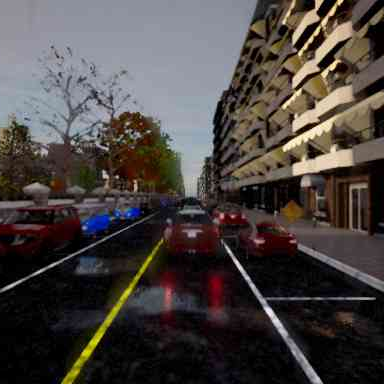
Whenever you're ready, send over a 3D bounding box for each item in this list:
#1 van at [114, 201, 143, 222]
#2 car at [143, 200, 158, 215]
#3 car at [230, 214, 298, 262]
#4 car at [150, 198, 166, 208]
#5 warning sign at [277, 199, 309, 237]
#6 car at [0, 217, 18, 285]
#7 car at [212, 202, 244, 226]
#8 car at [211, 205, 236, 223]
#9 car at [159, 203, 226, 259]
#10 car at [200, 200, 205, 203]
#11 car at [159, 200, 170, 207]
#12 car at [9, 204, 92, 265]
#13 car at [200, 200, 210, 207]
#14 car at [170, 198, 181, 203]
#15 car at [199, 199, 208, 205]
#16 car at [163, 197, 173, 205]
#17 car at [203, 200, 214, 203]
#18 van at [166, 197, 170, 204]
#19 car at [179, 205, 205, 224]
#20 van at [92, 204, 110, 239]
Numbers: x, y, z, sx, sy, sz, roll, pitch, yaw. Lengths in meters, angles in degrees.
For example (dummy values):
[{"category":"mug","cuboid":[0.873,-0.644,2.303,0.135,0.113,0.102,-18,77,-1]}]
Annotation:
[{"category":"van","cuboid":[-5.691,1.660,29.351,1.690,1.788,3.998,0,-1,0]},{"category":"car","cuboid":[-5.691,2.008,40.609,1.947,1.339,4.313,0,-1,0]},{"category":"car","cuboid":[2.691,1.717,12.458,1.802,1.307,4.206,0,-1,0]},{"category":"car","cuboid":[-5.691,1.885,51.871,2.192,1.841,5.009,0,-1,0]},{"category":"warning sign","cuboid":[5.068,1.297,16.787,1.300,1.860,1.060,0,-1,0]},{"category":"car","cuboid":[-5.689,1.514,6.829,1.967,1.590,4.097,0,-1,0]},{"category":"car","cuboid":[2.690,1.698,23.720,1.967,1.590,4.097,0,-1,0]},{"category":"car","cuboid":[2.690,1.901,29.349,1.802,1.307,4.206,0,-1,0]},{"category":"car","cuboid":[0.017,1.496,13.425,2.097,1.767,4.553,0,-1,0]},{"category":"car","cuboid":[2.689,2.010,51.870,1.967,1.590,4.097,0,-1,0]},{"category":"car","cuboid":[-5.692,2.350,68.757,1.802,1.307,4.206,0,-1,0]},{"category":"car","cuboid":[-5.690,1.450,12.461,2.192,1.841,5.009,0,-1,0]},{"category":"car","cuboid":[2.689,2.351,68.758,1.802,1.307,4.206,0,-1,0]},{"category":"car","cuboid":[-3.027,2.282,64.657,1.994,1.385,4.181,0,-1,1]},{"category":"car","cuboid":[2.688,2.470,80.020,1.947,1.339,4.313,0,-1,0]},{"category":"car","cuboid":[-5.692,2.219,80.023,2.192,1.841,5.009,0,-1,0]},{"category":"car","cuboid":[2.689,2.008,40.609,1.947,1.339,4.313,0,-1,0]},{"category":"van","cuboid":[-5.691,2.042,63.130,1.690,1.788,3.998,0,-1,0]},{"category":"car","cuboid":[0.016,1.873,28.426,1.994,1.385,4.181,0,-1,0]},{"category":"van","cuboid":[-5.690,1.537,18.091,1.690,1.788,3.998,0,-1,0]}]
